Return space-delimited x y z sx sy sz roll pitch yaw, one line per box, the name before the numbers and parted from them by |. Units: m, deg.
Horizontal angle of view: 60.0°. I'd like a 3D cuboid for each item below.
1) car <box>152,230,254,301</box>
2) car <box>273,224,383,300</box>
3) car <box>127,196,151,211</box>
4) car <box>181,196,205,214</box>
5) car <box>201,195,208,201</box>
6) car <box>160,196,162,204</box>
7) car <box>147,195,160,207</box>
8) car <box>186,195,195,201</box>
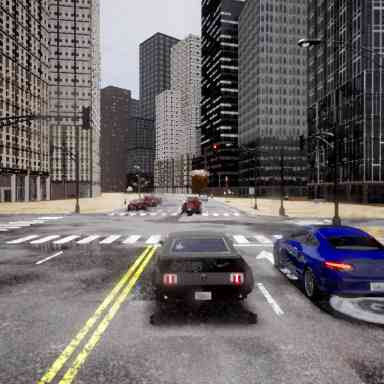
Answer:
car | 0.112 1.598 8.264 1.895 1.301 4.718 0 0 -3
car | 3.354 1.523 8.232 1.812 1.442 4.674 0 0 1
car | -6.533 1.530 40.329 1.994 1.385 4.181 0 0 0
car | -0.025 1.501 34.759 1.812 1.442 4.674 0 0 6
car | 2.827 1.397 80.534 1.812 1.442 4.674 0 0 -4
car | -6.498 1.416 60.868 2.128 1.511 4.902 0 0 0
car | -6.516 1.299 50.577 2.097 1.767 4.553 0 0 0
car | -0.422 1.469 80.421 1.895 1.301 4.718 0 0 -4
